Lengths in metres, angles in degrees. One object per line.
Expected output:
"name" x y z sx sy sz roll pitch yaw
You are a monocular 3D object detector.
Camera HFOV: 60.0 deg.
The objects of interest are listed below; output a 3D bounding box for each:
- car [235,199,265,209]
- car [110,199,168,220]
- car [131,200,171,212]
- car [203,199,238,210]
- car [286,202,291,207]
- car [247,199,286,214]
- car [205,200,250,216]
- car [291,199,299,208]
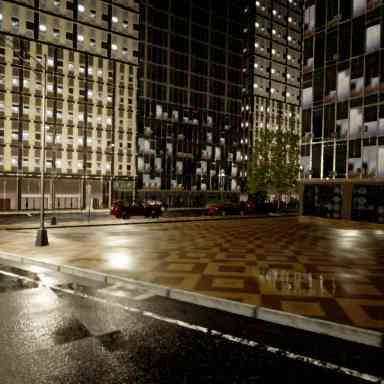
"car" 8.937 1.869 50.896 4.313 1.339 1.947 1 1 -34
"car" -5.286 1.642 31.556 5.009 1.841 2.192 1 1 -34
"car" -5.080 1.716 41.264 4.403 1.369 2.008 1 1 -34
"car" 4.125 1.781 47.589 4.829 1.417 1.752 1 1 -34
"car" 13.608 1.932 54.107 4.206 1.307 1.802 1 1 -34
"car" 8.730 1.780 41.187 5.009 1.841 2.192 1 1 -34
"car" 4.053 1.963 37.981 4.507 1.381 1.887 1 1 -34
"car" 18.281 1.962 57.317 4.313 1.339 1.947 1 1 -34
